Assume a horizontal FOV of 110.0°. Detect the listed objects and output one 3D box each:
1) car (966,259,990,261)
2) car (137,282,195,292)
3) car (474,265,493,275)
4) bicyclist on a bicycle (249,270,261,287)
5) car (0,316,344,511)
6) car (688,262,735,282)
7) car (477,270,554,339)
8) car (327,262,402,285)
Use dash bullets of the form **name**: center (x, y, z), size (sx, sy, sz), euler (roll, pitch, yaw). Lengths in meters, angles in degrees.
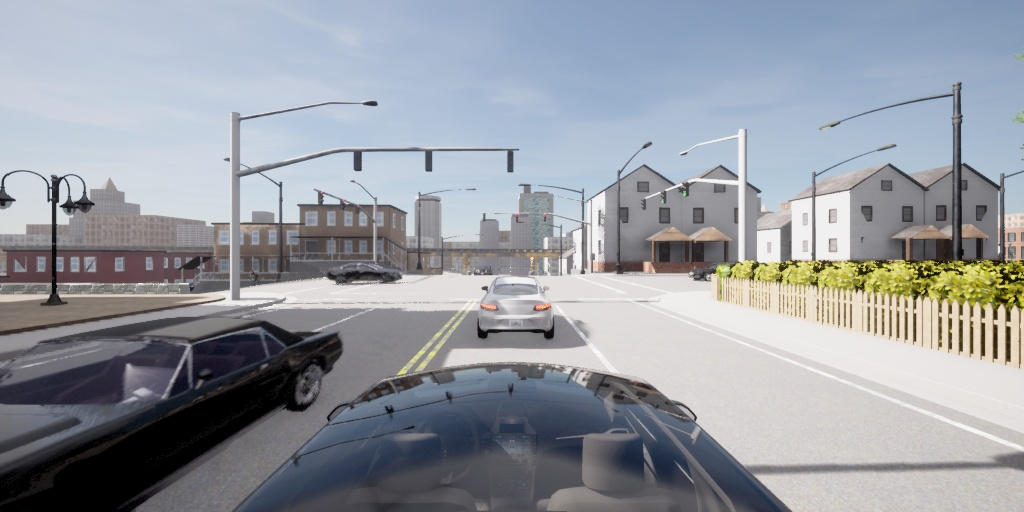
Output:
- **car**: center (36.927, 1.102, 29.026), size (4.553, 1.767, 2.097), euler (0, 0, -1)
- **car**: center (-24.804, 2.422, 24.638), size (4.718, 1.301, 1.895), euler (-9, 0, -1)
- **car**: center (-3.521, 2.162, 45.241), size (2.150, 2.045, 5.566), euler (0, -9, 0)
- **bicyclist on a bicycle**: center (-25.569, 2.214, 35.577), size (0.582, 1.620, 1.656), euler (-8, 0, 0)
- **car**: center (-3.557, 1.351, 3.335), size (1.895, 1.301, 4.718), euler (0, 0, 1)
- **car**: center (16.794, 1.255, 28.810), size (4.892, 1.490, 1.837), euler (0, 0, -1)
- **car**: center (0.101, 1.276, 10.000), size (1.812, 1.442, 4.674), euler (0, 0, 0)
- **car**: center (-10.325, 1.205, 25.227), size (4.902, 1.511, 2.128), euler (-1, 0, -8)
